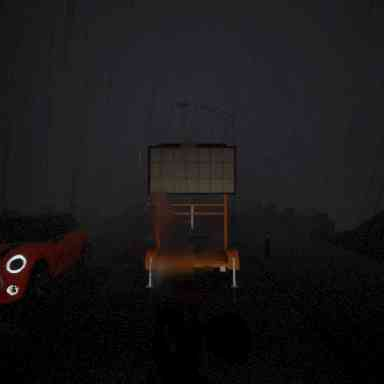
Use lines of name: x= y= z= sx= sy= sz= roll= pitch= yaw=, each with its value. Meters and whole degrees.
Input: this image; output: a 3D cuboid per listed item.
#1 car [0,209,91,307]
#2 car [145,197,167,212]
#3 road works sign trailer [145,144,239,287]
car: x=-4.092 y=1.351 z=8.140 sx=2.097 sy=1.767 sz=4.553 roll=0 pitch=0 yaw=0
car: x=-4.069 y=1.351 z=38.007 sx=2.097 sy=1.767 sz=4.553 roll=0 pitch=0 yaw=0
road works sign trailer: x=0.009 y=0.464 z=9.270 sx=2.380 sy=3.560 sz=2.880 roll=0 pitch=0 yaw=0
